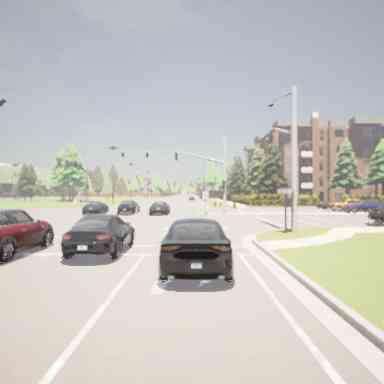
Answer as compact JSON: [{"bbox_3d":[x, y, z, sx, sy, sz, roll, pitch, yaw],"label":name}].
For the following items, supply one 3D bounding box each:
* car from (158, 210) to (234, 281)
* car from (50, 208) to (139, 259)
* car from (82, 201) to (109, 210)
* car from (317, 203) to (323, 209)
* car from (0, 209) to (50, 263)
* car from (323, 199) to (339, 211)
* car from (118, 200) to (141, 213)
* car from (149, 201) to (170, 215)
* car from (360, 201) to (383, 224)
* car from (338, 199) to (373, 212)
[{"bbox_3d":[0.106,1.511,9.995,1.882,1.535,5.008,0,0,0],"label":"car"},{"bbox_3d":[-3.398,1.567,12.599,1.812,1.442,4.674,0,0,0],"label":"car"},{"bbox_3d":[-10.400,1.682,36.093,1.994,1.385,4.181,0,0,0],"label":"car"},{"bbox_3d":[19.928,1.697,45.297,5.357,1.411,2.033,0,0,0],"label":"car"},{"bbox_3d":[-6.900,1.392,12.243,2.097,1.767,4.553,0,0,0],"label":"car"},{"bbox_3d":[19.701,1.615,41.801,5.008,1.535,1.882,0,0,0],"label":"car"},{"bbox_3d":[-6.900,1.645,36.446,1.812,1.442,4.674,0,0,0],"label":"car"},{"bbox_3d":[-3.400,1.680,35.589,1.994,1.385,4.181,0,0,0],"label":"car"},{"bbox_3d":[14.889,1.568,23.195,4.902,1.511,2.128,0,0,1],"label":"car"},{"bbox_3d":[19.873,1.652,38.297,4.674,1.442,1.812,0,0,0],"label":"car"}]
